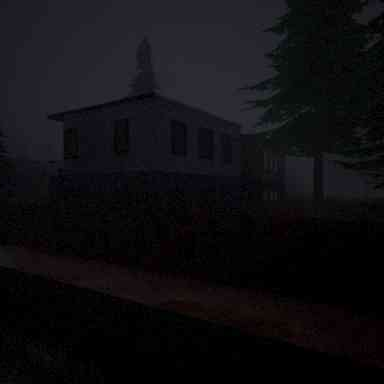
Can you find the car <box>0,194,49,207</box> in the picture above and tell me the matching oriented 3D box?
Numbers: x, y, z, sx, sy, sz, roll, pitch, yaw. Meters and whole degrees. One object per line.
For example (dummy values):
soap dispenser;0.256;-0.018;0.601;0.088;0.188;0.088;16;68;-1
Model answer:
car;-14.753;1.202;29.594;2.150;2.045;5.566;0;0;27
